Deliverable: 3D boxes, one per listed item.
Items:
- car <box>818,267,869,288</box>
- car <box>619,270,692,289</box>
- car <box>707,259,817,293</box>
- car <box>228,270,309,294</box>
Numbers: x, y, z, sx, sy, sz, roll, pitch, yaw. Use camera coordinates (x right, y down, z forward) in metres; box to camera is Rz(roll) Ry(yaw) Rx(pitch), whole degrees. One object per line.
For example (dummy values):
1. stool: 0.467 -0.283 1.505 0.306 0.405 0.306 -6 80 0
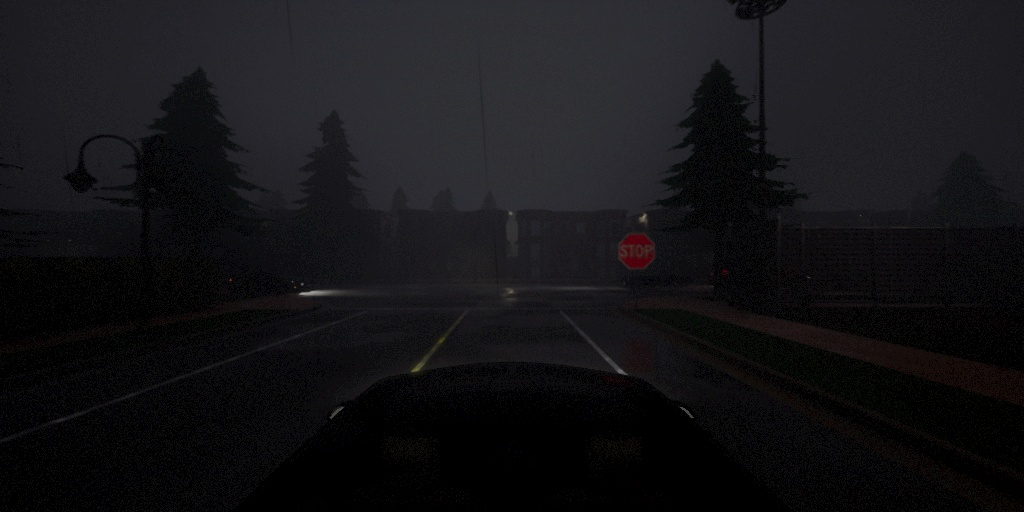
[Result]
1. car: 22.916 1.524 26.039 4.902 1.511 2.128 0 -1 -1
2. car: 10.191 1.630 25.734 4.718 1.301 1.895 0 -1 -4
3. car: 15.316 1.210 22.493 5.566 2.045 2.150 0 -1 2
4. car: -14.914 1.549 22.108 4.181 1.385 1.994 0 -1 0
